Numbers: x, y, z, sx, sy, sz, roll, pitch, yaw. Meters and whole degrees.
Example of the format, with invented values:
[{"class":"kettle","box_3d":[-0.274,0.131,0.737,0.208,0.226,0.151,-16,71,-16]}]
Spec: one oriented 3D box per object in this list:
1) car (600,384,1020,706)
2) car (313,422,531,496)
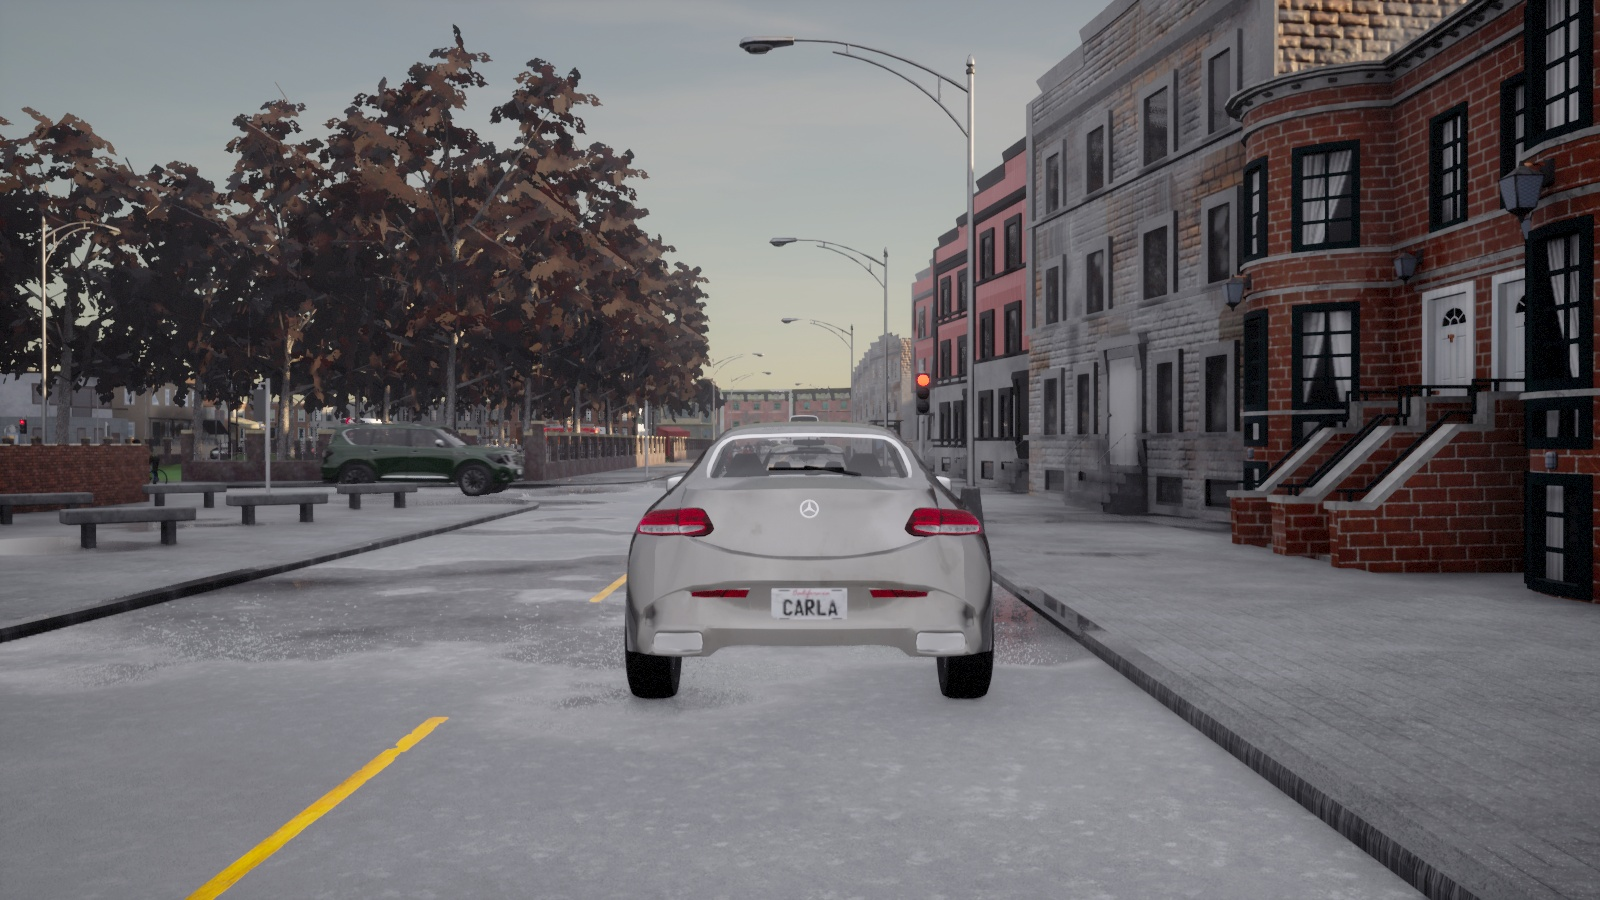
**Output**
[{"class":"car","box_3d":[0.064,0.474,8.950,2.152,1.651,5.027,0,0,0]},{"class":"car","box_3d":[-10.714,0.253,35.899,5.566,2.045,2.150,0,0,1]}]
